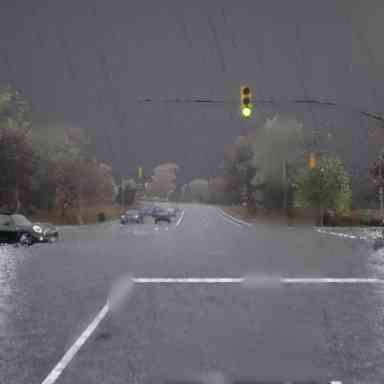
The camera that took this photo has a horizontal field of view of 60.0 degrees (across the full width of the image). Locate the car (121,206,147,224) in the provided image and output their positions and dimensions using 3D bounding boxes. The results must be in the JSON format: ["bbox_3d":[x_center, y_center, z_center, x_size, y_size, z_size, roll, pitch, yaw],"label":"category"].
[{"bbox_3d":[-7.151,2.930,40.382,2.097,1.767,4.553,0,-2,1],"label":"car"}]

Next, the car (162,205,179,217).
[{"bbox_3d":[-3.596,3.449,55.267,1.812,1.442,4.674,0,-1,0],"label":"car"}]

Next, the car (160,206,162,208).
[{"bbox_3d":[-7.021,3.532,69.592,1.895,1.301,4.718,0,0,0],"label":"car"}]

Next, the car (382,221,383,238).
[{"bbox_3d":[12.284,2.010,16.733,4.902,1.511,2.128,0,-3,-1],"label":"car"}]

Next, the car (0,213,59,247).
[{"bbox_3d":[-9.470,1.911,17.628,4.553,1.767,2.097,0,-3,7],"label":"car"}]

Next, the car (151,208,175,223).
[{"bbox_3d":[-3.611,3.191,42.369,2.033,1.411,5.357,0,-2,0],"label":"car"}]

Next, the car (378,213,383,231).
[{"bbox_3d":[18.369,2.493,27.479,5.008,1.535,1.882,0,-3,-2],"label":"car"}]

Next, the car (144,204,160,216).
[{"bbox_3d":[-7.098,3.134,54.986,2.150,2.045,5.566,0,0,0],"label":"car"}]
